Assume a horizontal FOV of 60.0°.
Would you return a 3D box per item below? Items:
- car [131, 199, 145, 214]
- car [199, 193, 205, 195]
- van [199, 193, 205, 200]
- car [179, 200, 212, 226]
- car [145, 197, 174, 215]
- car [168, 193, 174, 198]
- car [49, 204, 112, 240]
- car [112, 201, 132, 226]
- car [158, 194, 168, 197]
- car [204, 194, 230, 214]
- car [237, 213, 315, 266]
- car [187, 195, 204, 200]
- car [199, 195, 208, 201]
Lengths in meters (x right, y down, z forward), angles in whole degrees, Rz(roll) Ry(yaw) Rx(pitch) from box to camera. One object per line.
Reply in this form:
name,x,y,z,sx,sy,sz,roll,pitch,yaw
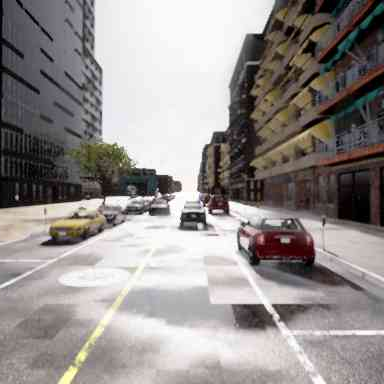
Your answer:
car,-5.679,1.498,34.103,2.008,1.369,4.403,1,0,0
car,2.706,1.224,51.070,2.192,1.841,5.009,1,0,0
van,2.708,1.133,90.594,1.690,1.788,3.998,1,0,0
car,0.095,1.515,23.159,2.033,1.411,5.357,0,0,0
car,-3.092,1.514,32.536,1.994,1.385,4.181,0,0,0
car,-5.648,1.288,73.624,1.967,1.590,4.097,1,0,0
car,-5.680,1.503,16.994,1.752,1.417,4.829,1,0,0
car,-5.680,1.519,22.811,2.008,1.369,4.403,1,0,0
car,-5.680,1.335,56.686,1.967,1.590,4.097,1,0,0
car,2.704,1.262,34.131,2.192,1.841,5.009,1,0,0
car,2.701,1.425,11.547,1.967,1.590,4.097,1,0,0
car,0.094,1.425,40.827,2.128,1.511,4.902,0,0,0
car,2.705,1.375,79.303,1.887,1.381,4.507,1,0,0
